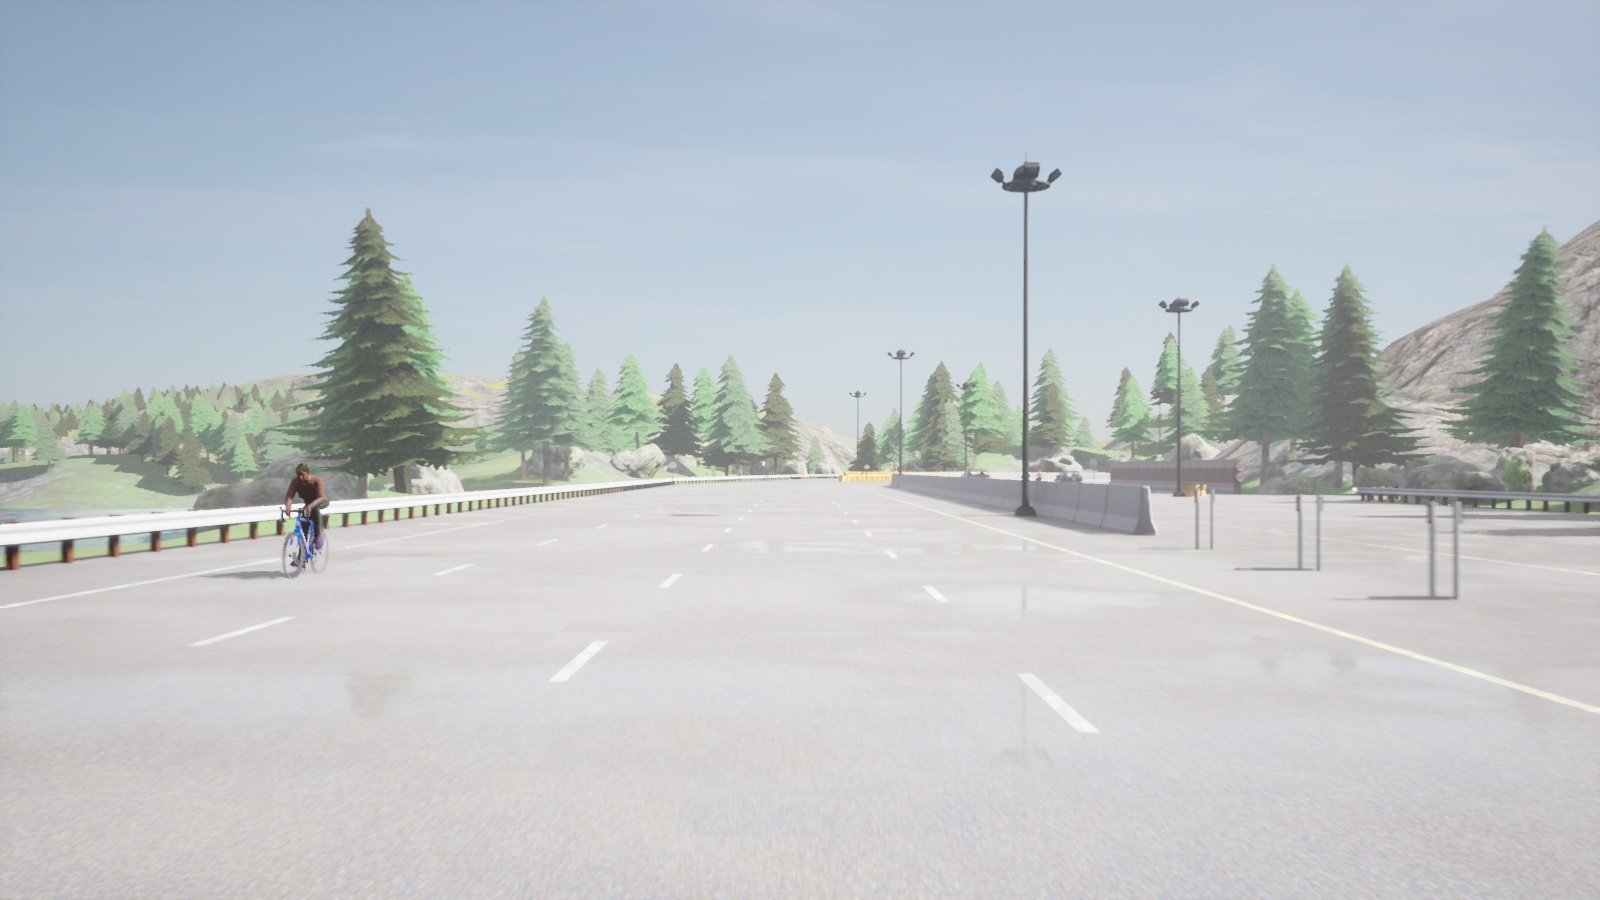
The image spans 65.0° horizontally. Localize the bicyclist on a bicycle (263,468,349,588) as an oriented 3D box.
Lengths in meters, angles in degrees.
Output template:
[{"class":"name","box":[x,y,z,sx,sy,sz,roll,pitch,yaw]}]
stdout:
[{"class":"bicyclist on a bicycle","box":[-7.043,1.072,17.963,0.582,1.620,1.656,0,0,0]}]
